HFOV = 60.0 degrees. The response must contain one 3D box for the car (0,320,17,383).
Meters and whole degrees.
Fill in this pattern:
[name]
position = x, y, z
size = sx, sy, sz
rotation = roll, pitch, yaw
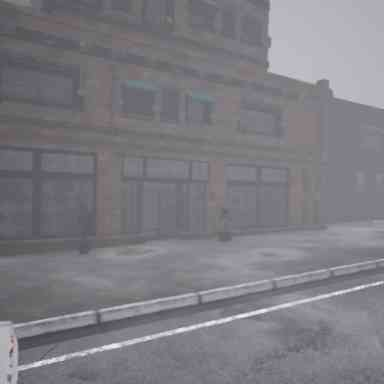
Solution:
[car]
position = -3.576, 1.561, 1.727
size = 4.718, 1.301, 1.895
rotation = 0, 0, -27
